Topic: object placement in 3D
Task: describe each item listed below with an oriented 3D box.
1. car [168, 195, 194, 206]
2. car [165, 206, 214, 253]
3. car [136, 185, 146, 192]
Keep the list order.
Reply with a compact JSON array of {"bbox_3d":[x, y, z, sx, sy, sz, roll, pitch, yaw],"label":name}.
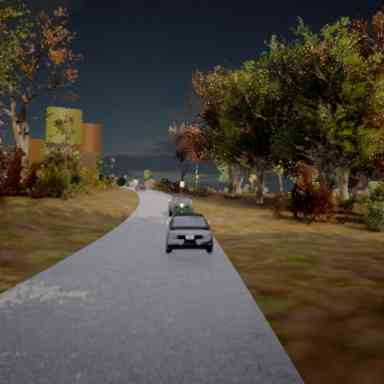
[{"bbox_3d":[-1.006,1.086,29.138,2.097,1.767,4.553,0,2,-5],"label":"car"},{"bbox_3d":[-0.145,1.585,14.024,2.033,1.411,5.357,0,1,-2],"label":"car"},{"bbox_3d":[-10.903,-0.826,70.740,1.994,1.385,4.181,2,2,-14],"label":"car"}]
